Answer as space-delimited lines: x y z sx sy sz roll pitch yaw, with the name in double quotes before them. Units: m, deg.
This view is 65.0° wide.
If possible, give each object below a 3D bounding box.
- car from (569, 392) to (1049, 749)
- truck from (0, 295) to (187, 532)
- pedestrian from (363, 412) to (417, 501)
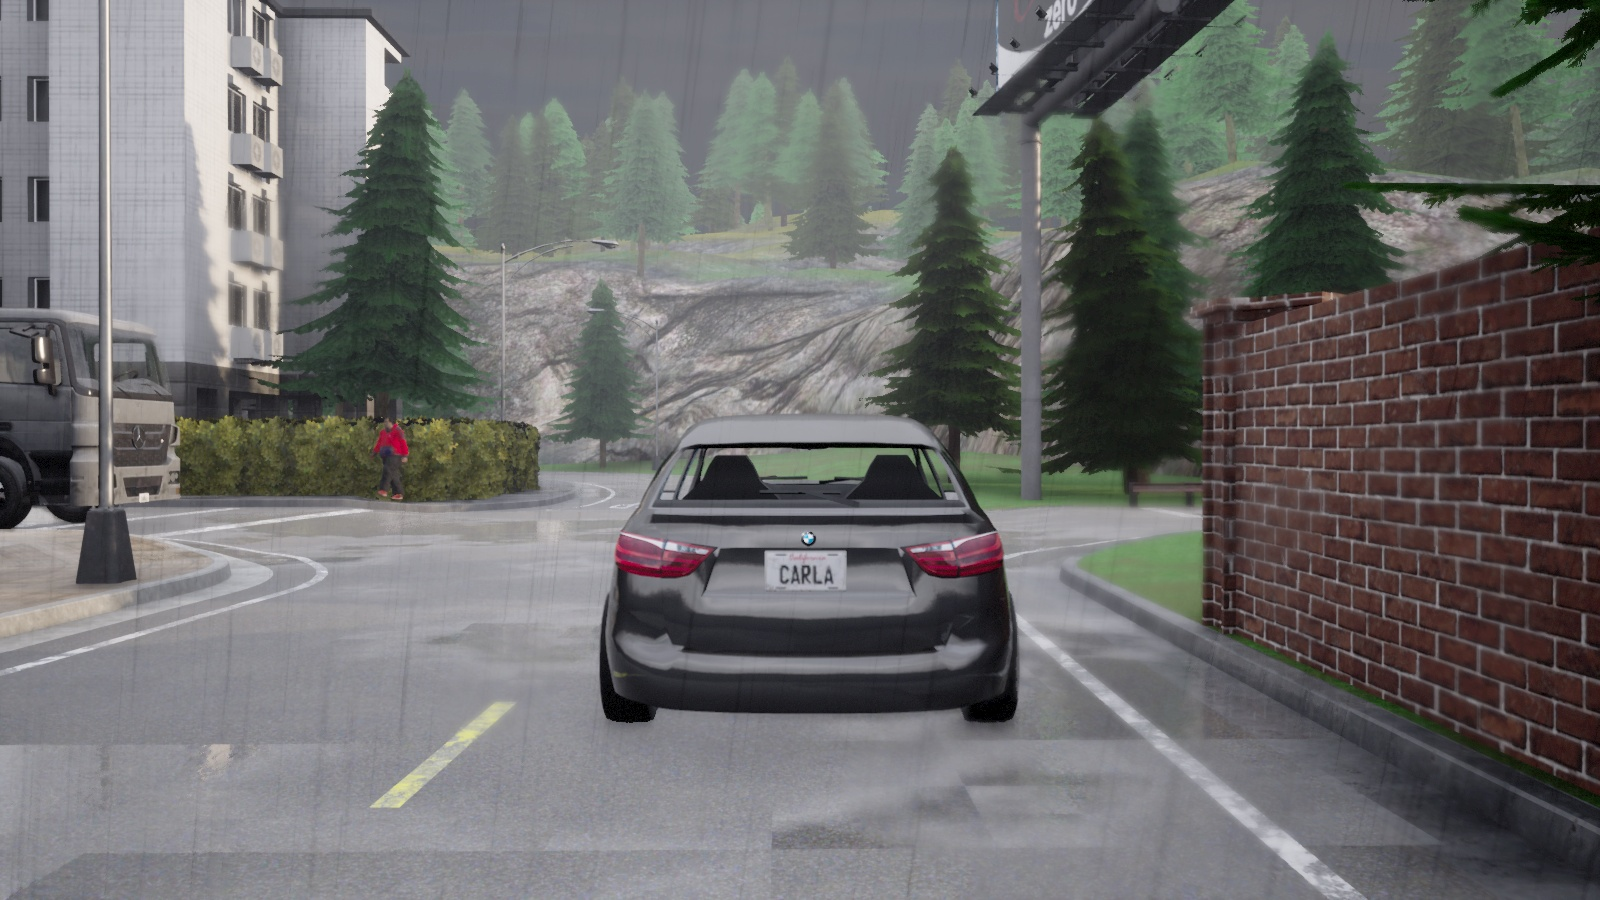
"car" 0.062 0.546 8.177 2.242 1.667 4.611 0 0 1
"truck" -14.316 -0.534 19.745 7.936 3.462 2.891 0 0 -1
"pedestrian" -8.710 0.130 26.700 0.634 1.844 0.899 0 0 31
